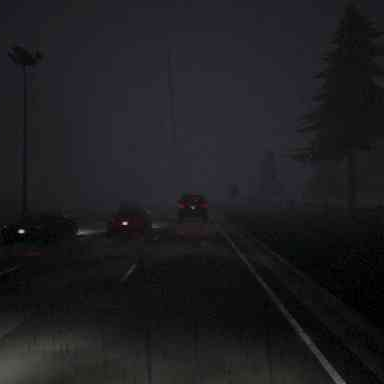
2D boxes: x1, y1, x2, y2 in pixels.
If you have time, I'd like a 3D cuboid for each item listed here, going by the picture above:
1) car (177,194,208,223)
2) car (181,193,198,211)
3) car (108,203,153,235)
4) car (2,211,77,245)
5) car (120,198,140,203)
[{"bbox_3d":[0.036,1.225,25.774,2.150,2.045,5.566,0,-1,-1],"label":"car"},{"bbox_3d":[-0.360,1.237,43.298,2.150,2.045,5.566,0,0,-2],"label":"car"},{"bbox_3d":[-3.414,1.570,18.945,1.994,1.385,4.181,0,0,0],"label":"car"},{"bbox_3d":[-6.905,1.569,15.492,1.994,1.385,4.181,0,0,0],"label":"car"},{"bbox_3d":[-7.223,1.517,38.175,1.837,1.490,4.892,0,0,-1],"label":"car"}]
